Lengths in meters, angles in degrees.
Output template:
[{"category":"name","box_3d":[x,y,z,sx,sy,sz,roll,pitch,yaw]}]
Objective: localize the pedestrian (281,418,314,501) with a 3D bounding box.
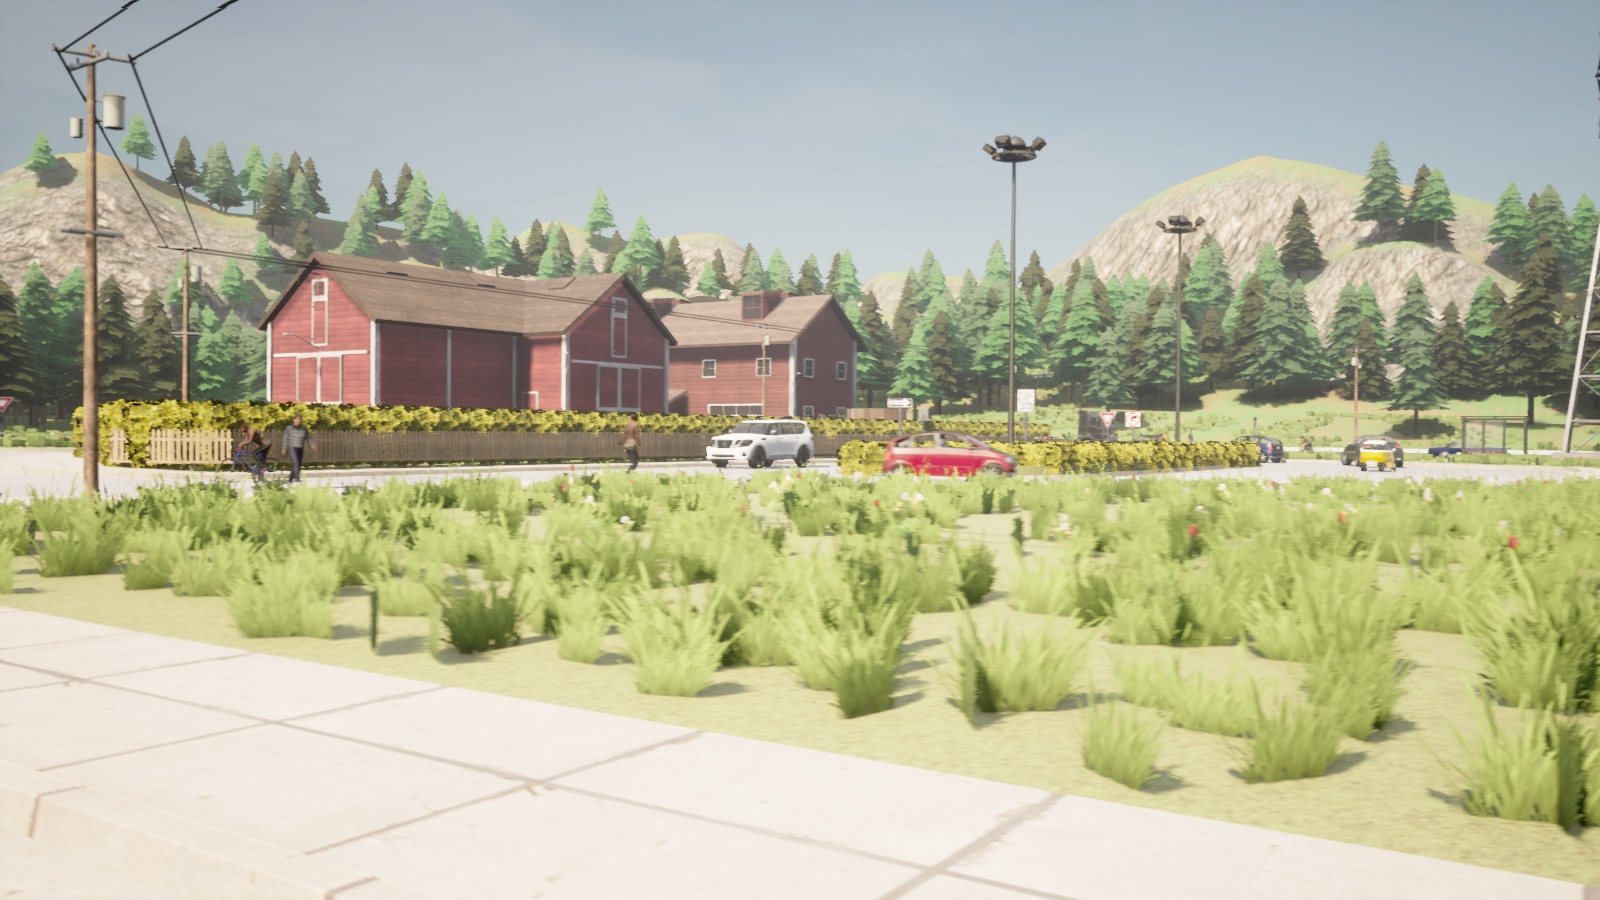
[{"category":"pedestrian","box_3d":[-12.011,0.216,30.008,0.423,1.949,0.788,-1,1,-44]}]

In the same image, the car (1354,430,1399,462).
[{"category":"car","box_3d":[25.532,-0.203,55.610,1.481,1.376,2.207,0,1,33]}]

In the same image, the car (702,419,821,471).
[{"category":"car","box_3d":[-1.529,-0.251,52.383,2.150,2.045,5.566,0,1,34]}]

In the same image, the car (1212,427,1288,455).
[{"category":"car","box_3d":[25.769,-0.506,71.984,1.789,1.549,3.705,-1,1,-42]}]

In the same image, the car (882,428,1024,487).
[{"category":"car","box_3d":[4.267,0.196,34.787,3.705,1.549,1.789,0,1,14]}]

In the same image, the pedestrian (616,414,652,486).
[{"category":"pedestrian","box_3d":[-4.165,-0.006,31.535,0.328,1.805,0.869,0,1,41]}]

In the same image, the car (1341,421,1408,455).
[{"category":"car","box_3d":[29.123,-0.626,63.824,2.152,1.651,5.027,0,1,13]}]

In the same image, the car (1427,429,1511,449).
[{"category":"car","box_3d":[44.212,-0.702,82.988,4.718,1.301,1.895,0,1,34]}]

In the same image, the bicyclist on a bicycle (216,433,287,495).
[{"category":"bicyclist on a bicycle","box_3d":[-14.757,0.355,33.817,1.656,1.620,0.582,-1,1,-35]}]
